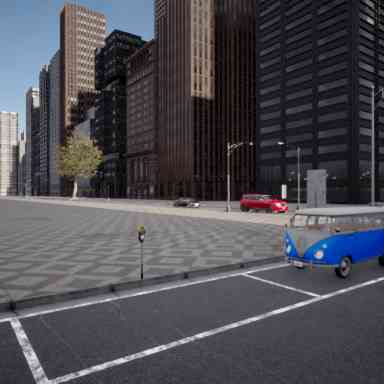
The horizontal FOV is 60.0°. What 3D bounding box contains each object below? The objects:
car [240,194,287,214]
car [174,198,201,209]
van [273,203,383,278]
[{"bbox_3d":[7.568,1.285,35.592,2.150,2.045,5.566,0,0,-36],"label":"car"},{"bbox_3d":[-0.739,1.587,47.149,2.128,1.511,4.902,0,0,-36],"label":"car"},{"bbox_3d":[4.463,1.341,9.836,3.998,1.788,1.690,0,0,-36],"label":"van"}]
